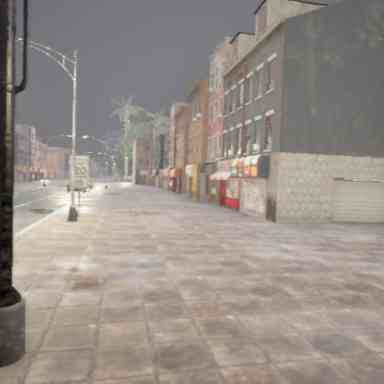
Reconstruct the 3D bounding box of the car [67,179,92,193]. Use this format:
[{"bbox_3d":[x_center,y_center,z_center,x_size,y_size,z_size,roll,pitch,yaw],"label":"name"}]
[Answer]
[{"bbox_3d":[-13.818,-0.882,40.591,2.097,1.767,4.553,2,3,-12],"label":"car"}]
